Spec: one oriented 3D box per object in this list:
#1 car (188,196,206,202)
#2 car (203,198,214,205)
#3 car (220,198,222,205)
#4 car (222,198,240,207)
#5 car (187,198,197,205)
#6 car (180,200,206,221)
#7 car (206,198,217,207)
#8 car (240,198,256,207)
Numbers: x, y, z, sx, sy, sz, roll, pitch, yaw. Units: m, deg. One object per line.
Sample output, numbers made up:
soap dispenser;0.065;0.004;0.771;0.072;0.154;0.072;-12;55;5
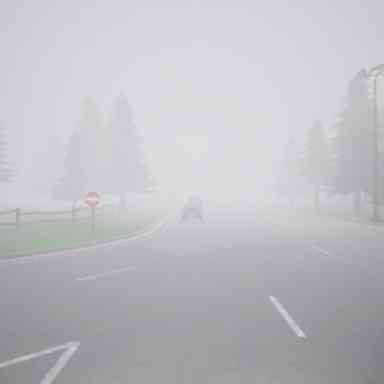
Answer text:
car;0.420;1.597;44.592;2.150;2.045;5.566;0;0;0
car;3.510;1.951;70.753;2.128;1.511;4.902;0;0;0
car;7.010;1.904;70.753;1.882;1.535;5.008;0;0;0
car;7.008;2.035;60.748;1.812;1.442;4.674;0;0;0
car;0.010;1.951;70.754;2.128;1.511;4.902;0;0;0
car;-0.011;1.754;29.714;1.837;1.490;4.892;0;0;0
car;3.508;2.074;60.749;1.994;1.385;4.181;0;0;0
car;10.508;2.035;60.748;1.812;1.442;4.674;0;0;0
